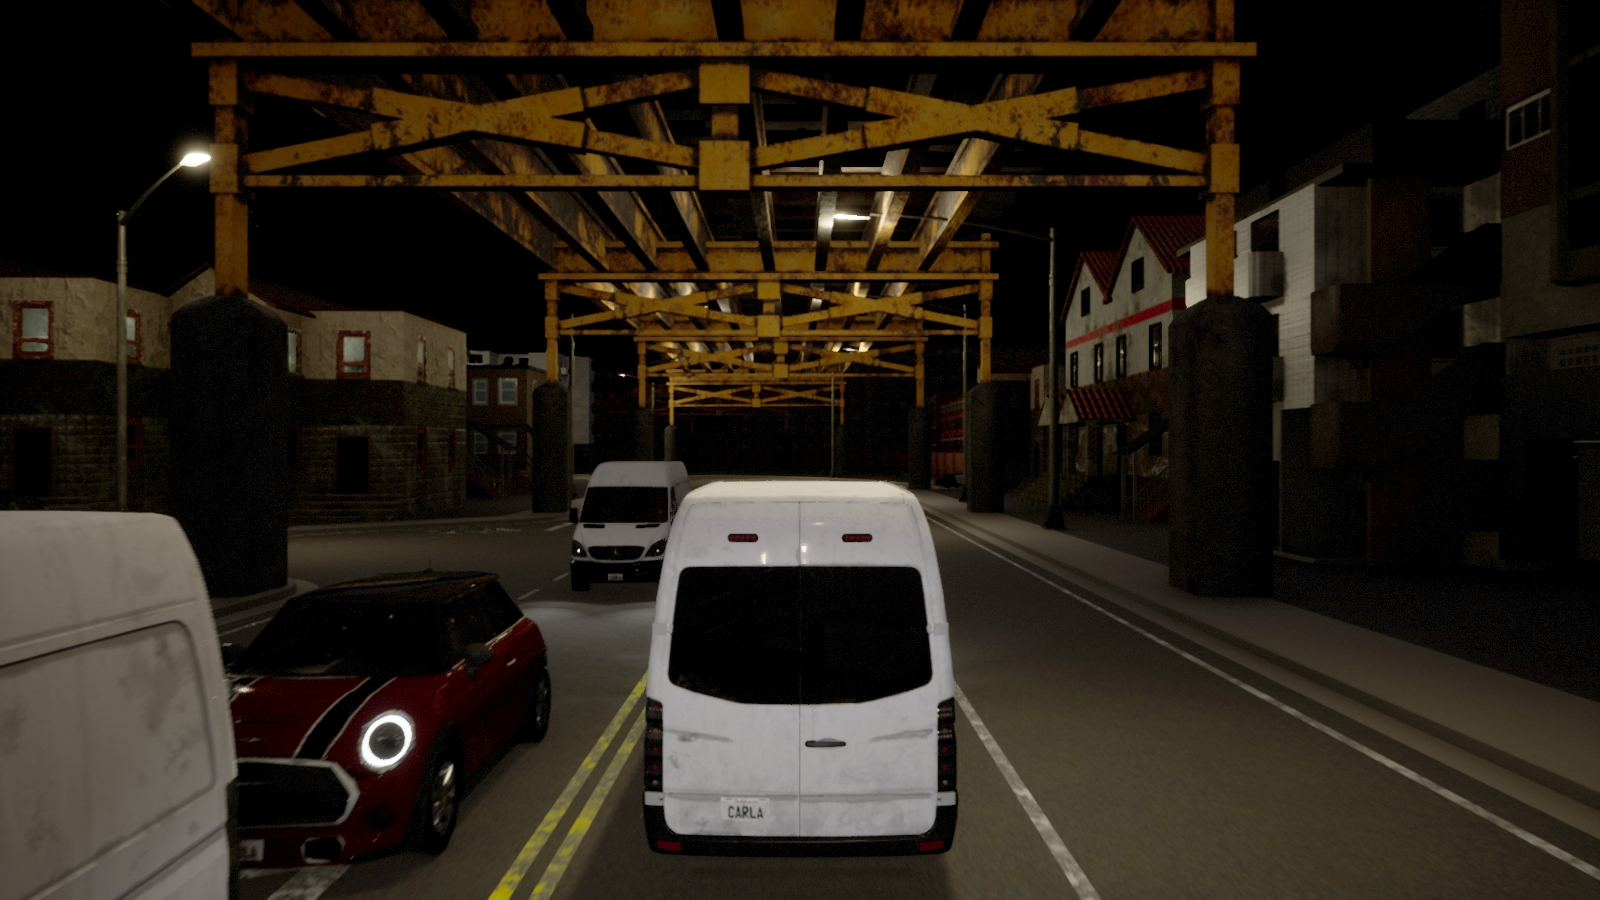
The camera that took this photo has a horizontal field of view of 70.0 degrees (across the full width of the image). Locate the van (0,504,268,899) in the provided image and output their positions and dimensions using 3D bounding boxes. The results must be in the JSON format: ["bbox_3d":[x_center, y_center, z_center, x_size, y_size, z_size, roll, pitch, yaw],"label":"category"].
[{"bbox_3d":[-3.479,1.534,2.369,1.988,2.561,5.915,0,0,0],"label":"van"}]

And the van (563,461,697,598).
[{"bbox_3d":[-3.485,1.531,24.558,1.988,2.561,5.915,0,0,0],"label":"van"}]

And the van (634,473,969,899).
[{"bbox_3d":[0.013,1.532,9.736,1.988,2.561,5.915,0,0,0],"label":"van"}]

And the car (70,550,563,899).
[{"bbox_3d":[-3.468,1.904,9.349,2.097,1.767,4.553,0,0,0],"label":"car"}]
